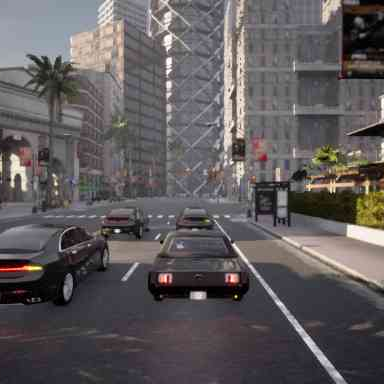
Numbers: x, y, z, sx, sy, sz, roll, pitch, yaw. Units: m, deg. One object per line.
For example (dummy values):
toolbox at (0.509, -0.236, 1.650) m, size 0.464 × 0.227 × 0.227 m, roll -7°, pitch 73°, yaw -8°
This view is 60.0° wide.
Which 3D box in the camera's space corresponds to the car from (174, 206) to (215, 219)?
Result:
car at (0.137, 1.505, 17.548) m, size 1.837 × 1.490 × 4.892 m, roll 0°, pitch 0°, yaw 0°

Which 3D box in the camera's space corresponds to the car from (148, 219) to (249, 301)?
car at (0.122, 1.601, 8.285) m, size 1.895 × 1.301 × 4.718 m, roll 0°, pitch 0°, yaw 0°

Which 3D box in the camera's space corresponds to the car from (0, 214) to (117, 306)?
car at (-3.370, 1.505, 8.027) m, size 1.837 × 1.490 × 4.892 m, roll 0°, pitch 0°, yaw 0°

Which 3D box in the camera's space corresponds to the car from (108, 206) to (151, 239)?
car at (-3.362, 1.505, 17.433) m, size 1.837 × 1.490 × 4.892 m, roll 0°, pitch 0°, yaw 0°
